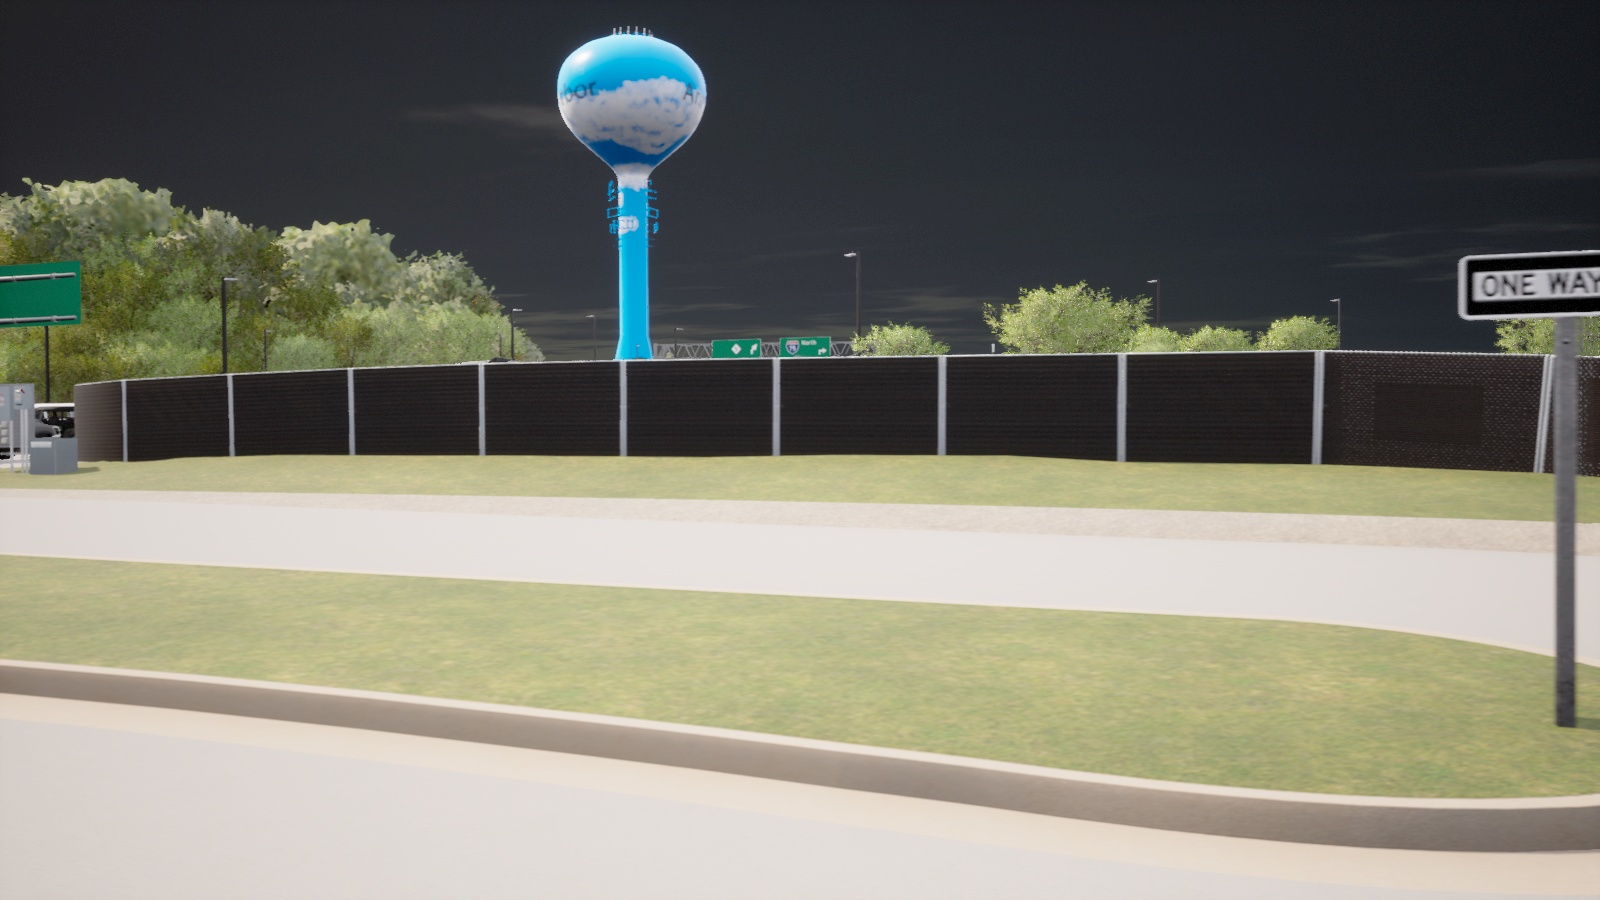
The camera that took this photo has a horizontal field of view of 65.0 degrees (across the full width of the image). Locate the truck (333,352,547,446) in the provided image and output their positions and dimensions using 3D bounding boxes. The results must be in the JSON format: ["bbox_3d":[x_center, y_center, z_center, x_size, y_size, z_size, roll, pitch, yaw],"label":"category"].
[{"bbox_3d":[-14.184,-2.046,50.116,2.891,3.462,7.936,1,3,38],"label":"truck"}]

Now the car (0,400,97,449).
[{"bbox_3d":[-30.797,-1.063,50.676,1.905,1.878,3.866,0,2,19],"label":"car"}]

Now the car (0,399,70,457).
[{"bbox_3d":[-26.699,-0.726,41.130,1.932,1.855,4.605,0,2,19],"label":"car"}]
